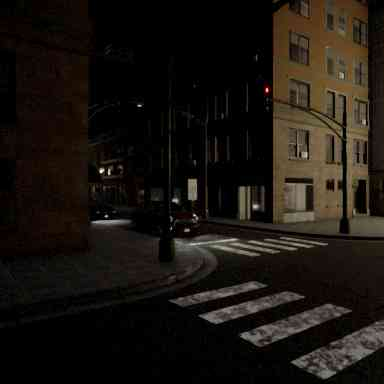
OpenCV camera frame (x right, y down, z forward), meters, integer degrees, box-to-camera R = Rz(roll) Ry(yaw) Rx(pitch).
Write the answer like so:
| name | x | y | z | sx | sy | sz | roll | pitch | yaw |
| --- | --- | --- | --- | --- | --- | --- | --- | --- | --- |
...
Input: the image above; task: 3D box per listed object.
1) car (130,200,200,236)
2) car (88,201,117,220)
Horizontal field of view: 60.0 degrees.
| name | x | y | z | sx | sy | sz | roll | pitch | yaw |
| --- | --- | --- | --- | --- | --- | --- | --- | --- | --- |
| car | -1.546 | 1.269 | 17.984 | 2.097 | 1.767 | 4.553 | 0 | 0 | -36 |
| car | -7.870 | 1.407 | 26.854 | 2.033 | 1.411 | 5.357 | 0 | 0 | -35 |
